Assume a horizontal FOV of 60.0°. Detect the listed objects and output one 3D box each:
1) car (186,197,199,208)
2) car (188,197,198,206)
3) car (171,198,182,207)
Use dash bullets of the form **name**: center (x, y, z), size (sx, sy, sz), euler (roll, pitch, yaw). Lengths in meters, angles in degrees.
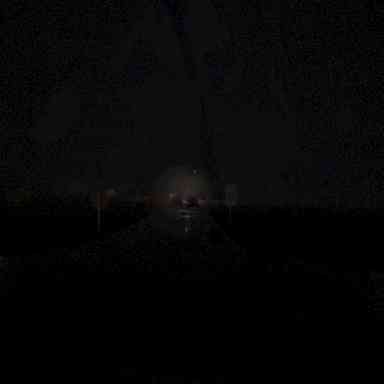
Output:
- **car**: center (0.097, 1.770, 52.313), size (1.812, 1.442, 4.674), euler (0, 0, 0)
- **car**: center (0.116, 1.694, 62.348), size (1.837, 1.490, 4.892), euler (0, 0, 0)
- **car**: center (-2.644, 1.700, 57.347), size (1.882, 1.535, 5.008), euler (0, 0, 0)
